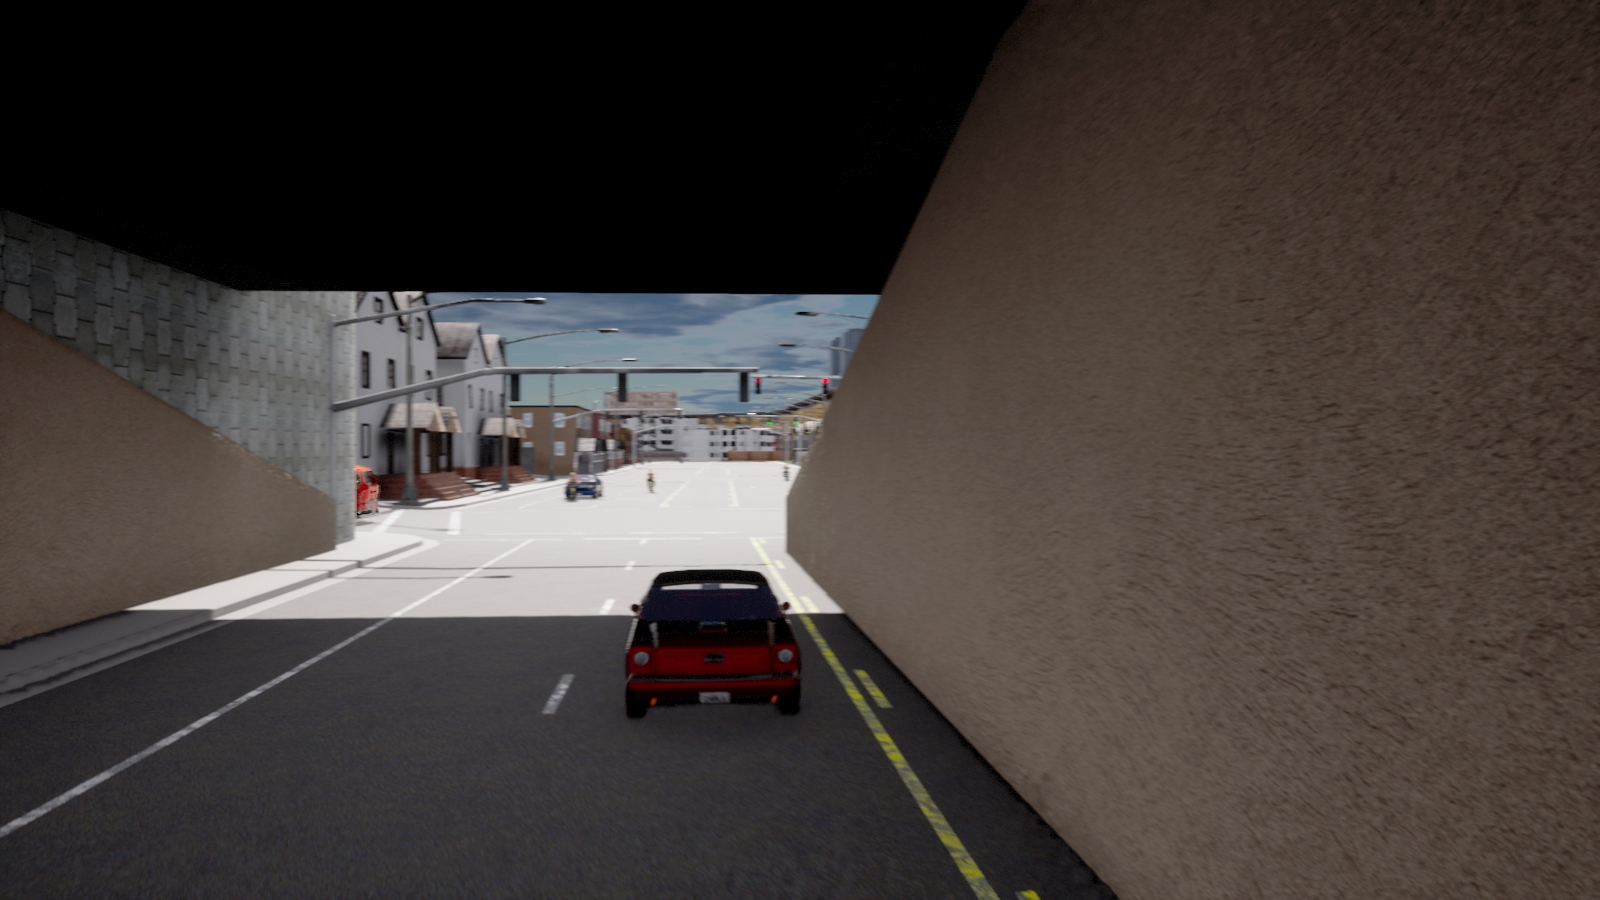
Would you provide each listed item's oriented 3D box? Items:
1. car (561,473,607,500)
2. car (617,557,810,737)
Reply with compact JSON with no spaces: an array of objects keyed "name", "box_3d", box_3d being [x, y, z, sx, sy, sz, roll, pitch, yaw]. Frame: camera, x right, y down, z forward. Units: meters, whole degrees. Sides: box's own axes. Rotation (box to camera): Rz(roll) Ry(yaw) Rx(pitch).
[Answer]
[{"name":"car","box_3d":[-12.799,2.129,67.917,2.033,1.411,5.357,0,0,-3]},{"name":"car","box_3d":[-1.062,2.157,13.604,1.895,1.301,4.718,0,0,-5]}]
